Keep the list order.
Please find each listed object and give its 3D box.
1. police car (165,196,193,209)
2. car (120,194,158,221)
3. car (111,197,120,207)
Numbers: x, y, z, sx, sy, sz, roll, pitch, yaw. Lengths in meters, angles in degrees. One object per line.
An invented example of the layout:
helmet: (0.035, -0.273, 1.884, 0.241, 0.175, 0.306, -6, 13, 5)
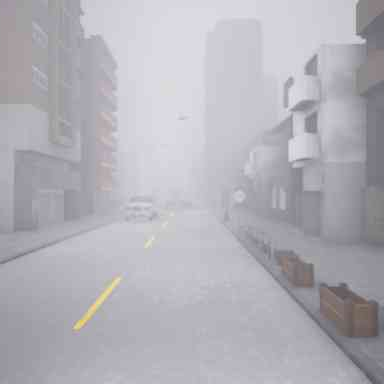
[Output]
police car: (-1.897, 1.431, 46.242, 1.930, 1.638, 5.238, 0, 0, -37)
car: (-4.069, 1.225, 27.374, 2.150, 2.045, 5.566, 0, 0, 0)
car: (-13.122, 1.482, 51.210, 4.674, 1.442, 1.812, 0, 4, 0)
